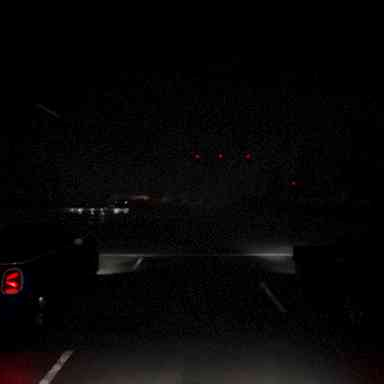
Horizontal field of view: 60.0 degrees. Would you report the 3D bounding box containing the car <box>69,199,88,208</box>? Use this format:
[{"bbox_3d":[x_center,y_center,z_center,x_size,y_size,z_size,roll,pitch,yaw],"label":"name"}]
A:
[{"bbox_3d":[-17.531,1.815,51.851,1.994,1.385,4.181,0,0,1],"label":"car"}]

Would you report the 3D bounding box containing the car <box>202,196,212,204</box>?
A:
[{"bbox_3d":[3.541,1.898,75.157,2.033,1.411,5.357,0,0,0],"label":"car"}]

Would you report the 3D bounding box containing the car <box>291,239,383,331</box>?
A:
[{"bbox_3d":[3.585,1.636,6.902,1.895,1.301,4.718,0,0,0],"label":"car"}]

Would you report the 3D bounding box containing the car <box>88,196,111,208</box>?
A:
[{"bbox_3d":[-14.036,1.755,51.295,1.837,1.490,4.892,0,-1,0],"label":"car"}]

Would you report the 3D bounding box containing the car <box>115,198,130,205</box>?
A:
[{"bbox_3d":[-13.966,1.881,67.049,1.994,1.385,4.181,0,0,0],"label":"car"}]

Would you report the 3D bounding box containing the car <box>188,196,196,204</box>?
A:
[{"bbox_3d":[0.041,1.858,75.159,1.837,1.490,4.892,0,0,0],"label":"car"}]

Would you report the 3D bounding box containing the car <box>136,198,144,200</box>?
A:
[{"bbox_3d":[-10.466,1.867,66.628,2.033,1.411,5.357,0,0,0],"label":"car"}]

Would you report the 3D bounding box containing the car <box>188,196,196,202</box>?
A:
[{"bbox_3d":[0.047,1.727,85.579,1.882,1.535,5.008,0,0,0],"label":"car"}]

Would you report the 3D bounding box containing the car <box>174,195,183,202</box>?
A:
[{"bbox_3d":[-3.453,1.604,85.552,2.097,1.767,4.553,0,0,0],"label":"car"}]

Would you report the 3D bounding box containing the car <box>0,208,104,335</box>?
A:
[{"bbox_3d":[-3.459,1.386,6.945,2.097,1.767,4.553,0,0,-1],"label":"car"}]

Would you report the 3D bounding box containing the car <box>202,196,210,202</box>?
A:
[{"bbox_3d":[3.547,1.790,85.577,2.033,1.411,5.357,0,0,0],"label":"car"}]

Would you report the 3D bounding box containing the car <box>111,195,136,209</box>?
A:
[{"bbox_3d":[-10.537,1.600,51.273,2.097,1.767,4.553,0,0,0],"label":"car"}]

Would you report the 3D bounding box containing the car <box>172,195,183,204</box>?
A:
[{"bbox_3d":[-3.459,1.858,75.161,1.837,1.490,4.892,0,0,0],"label":"car"}]
